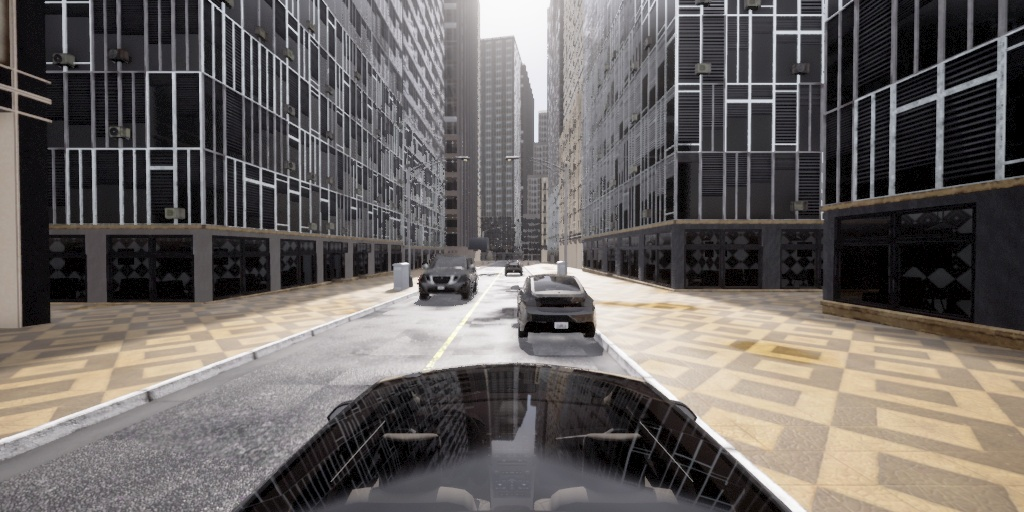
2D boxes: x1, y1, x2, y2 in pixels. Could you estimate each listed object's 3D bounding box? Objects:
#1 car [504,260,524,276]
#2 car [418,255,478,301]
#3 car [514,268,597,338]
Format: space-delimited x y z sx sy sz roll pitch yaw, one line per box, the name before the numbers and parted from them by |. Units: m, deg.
car | 0.181 1.272 37.857 1.837 1.490 4.892 0 0 0
car | -2.952 0.975 17.710 2.150 2.045 5.566 0 0 0
car | 1.075 1.257 10.180 1.837 1.490 4.892 0 0 0
